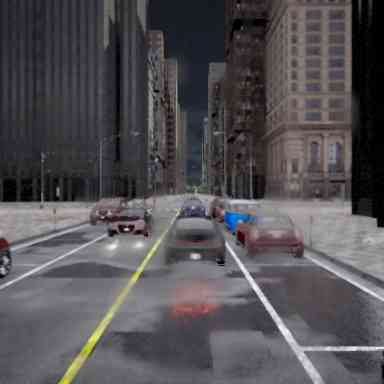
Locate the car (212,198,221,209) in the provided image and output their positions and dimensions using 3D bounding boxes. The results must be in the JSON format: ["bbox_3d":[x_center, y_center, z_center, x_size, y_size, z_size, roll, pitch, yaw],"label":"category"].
[{"bbox_3d":[2.763,1.445,23.954,1.967,1.590,4.097,0,0,0],"label":"car"}]

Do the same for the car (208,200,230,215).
[{"bbox_3d":[2.765,1.558,35.158,2.008,1.369,4.403,0,0,0],"label":"car"}]

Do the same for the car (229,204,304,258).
[{"bbox_3d":[2.762,1.442,12.751,1.967,1.590,4.097,0,0,0],"label":"car"}]

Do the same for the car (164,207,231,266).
[{"bbox_3d":[0.091,1.509,11.569,1.837,1.490,4.892,0,1,0],"label":"car"}]

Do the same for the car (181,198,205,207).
[{"bbox_3d":[0.098,1.358,30.417,2.097,1.767,4.553,0,0,0],"label":"car"}]

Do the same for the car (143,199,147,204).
[{"bbox_3d":[-5.761,1.447,35.158,1.967,1.590,4.097,0,0,0],"label":"car"}]

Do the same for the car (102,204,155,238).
[{"bbox_3d":[-3.095,1.567,17.650,1.994,1.385,4.181,0,0,0],"label":"car"}]

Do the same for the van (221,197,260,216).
[{"bbox_3d":[2.762,1.344,18.353,1.690,1.788,3.998,0,0,0],"label":"van"}]

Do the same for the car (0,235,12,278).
[{"bbox_3d":[-5.764,1.442,7.147,1.967,1.590,4.097,0,0,0],"label":"car"}]

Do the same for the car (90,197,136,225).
[{"bbox_3d":[-5.763,1.320,23.954,2.192,1.841,5.009,0,0,0],"label":"car"}]

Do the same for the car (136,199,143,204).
[{"bbox_3d":[-5.761,1.531,29.386,1.752,1.417,4.829,0,0,0],"label":"car"}]

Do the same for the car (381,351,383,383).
[{"bbox_3d":[2.761,1.566,1.548,1.947,1.339,4.313,0,0,0],"label":"car"}]

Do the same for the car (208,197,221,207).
[{"bbox_3d":[2.763,1.321,29.557,2.192,1.841,5.009,0,0,0],"label":"car"}]
